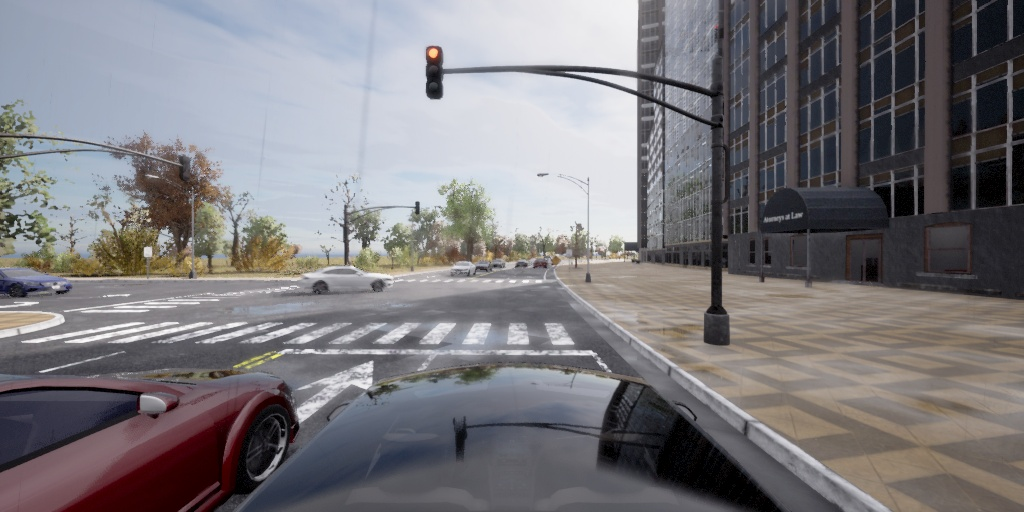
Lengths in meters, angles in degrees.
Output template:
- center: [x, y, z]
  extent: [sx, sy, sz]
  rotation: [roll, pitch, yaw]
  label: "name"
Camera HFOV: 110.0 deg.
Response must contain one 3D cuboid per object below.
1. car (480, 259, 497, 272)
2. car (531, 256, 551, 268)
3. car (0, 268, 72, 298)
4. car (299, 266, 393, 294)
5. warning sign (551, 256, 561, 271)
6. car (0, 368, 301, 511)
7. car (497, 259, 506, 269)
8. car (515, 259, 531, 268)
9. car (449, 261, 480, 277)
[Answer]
- center: [-3.713, 1.297, 46.957]
  extent: [2.033, 1.411, 5.357]
  rotation: [0, 0, 6]
  label: "car"
- center: [4.855, 1.109, 59.411]
  extent: [2.097, 1.767, 4.553]
  rotation: [0, 0, 9]
  label: "car"
- center: [-25.488, 1.332, 18.314]
  extent: [4.674, 1.442, 1.812]
  rotation: [0, 0, 2]
  label: "car"
- center: [-9.074, 1.271, 19.857]
  extent: [4.674, 1.442, 1.812]
  rotation: [0, 1, -22]
  label: "car"
- center: [5.412, 0.868, 44.026]
  extent: [1.300, 1.860, 1.060]
  rotation: [0, 0, 7]
  label: "warning sign"
- center: [-3.108, 1.314, 1.880]
  extent: [1.994, 1.385, 4.181]
  rotation: [0, 0, 0]
  label: "car"
- center: [-2.242, 1.257, 57.333]
  extent: [1.837, 1.490, 4.892]
  rotation: [0, 0, 9]
  label: "car"
- center: [1.791, 1.281, 60.844]
  extent: [1.812, 1.442, 4.674]
  rotation: [0, 0, 9]
  label: "car"
- center: [-4.867, 1.273, 36.367]
  extent: [1.812, 1.442, 4.674]
  rotation: [0, 0, 6]
  label: "car"
